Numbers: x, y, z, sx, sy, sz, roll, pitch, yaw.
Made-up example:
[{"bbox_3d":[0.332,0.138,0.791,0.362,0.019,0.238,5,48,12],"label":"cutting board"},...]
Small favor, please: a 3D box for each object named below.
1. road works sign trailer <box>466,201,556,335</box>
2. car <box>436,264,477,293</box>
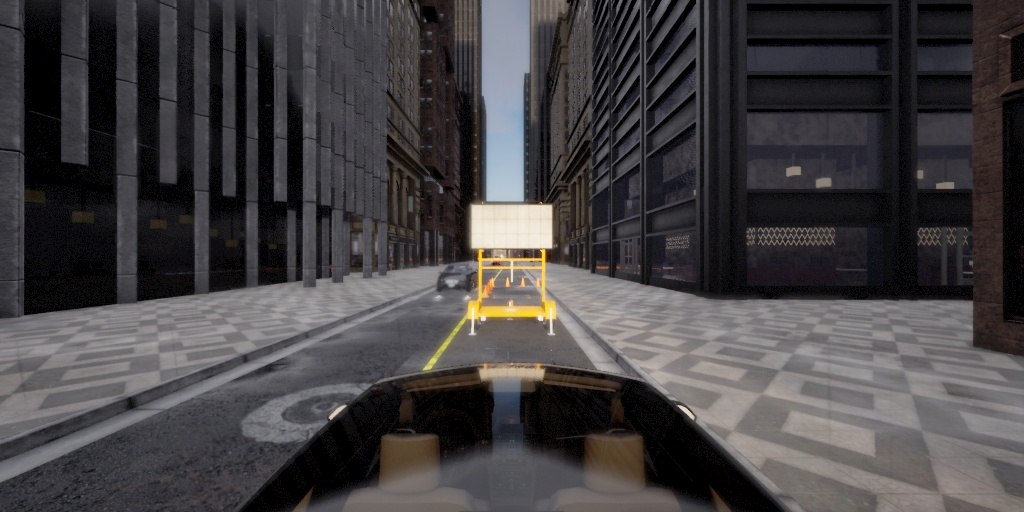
[{"bbox_3d":[-0.001,0.215,10.480,2.380,3.560,2.880,0,0,0],"label":"road works sign trailer"},{"bbox_3d":[-3.107,1.244,20.883,2.128,1.511,4.902,0,0,0],"label":"car"}]
